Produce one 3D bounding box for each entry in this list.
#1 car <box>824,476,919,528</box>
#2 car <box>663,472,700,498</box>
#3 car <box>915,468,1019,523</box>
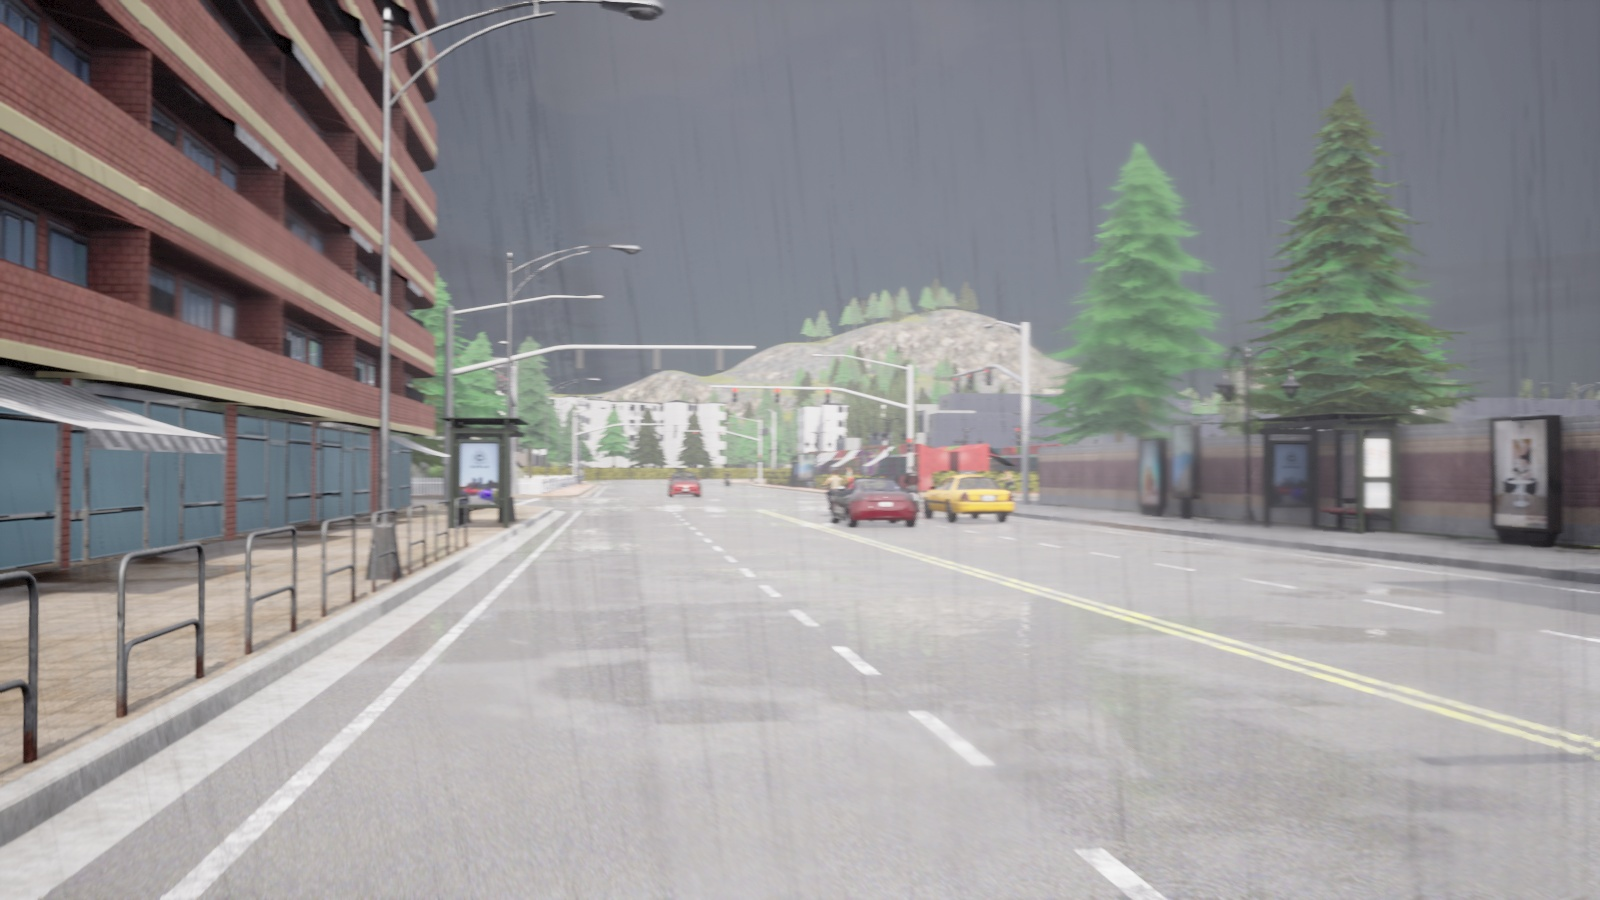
[{"bbox_3d":[1.997,1.467,36.325,1.994,1.385,4.181,0,-1,-8],"label":"car"},{"bbox_3d":[-7.080,2.054,74.729,2.007,1.525,4.514,0,-1,-8],"label":"car"},{"bbox_3d":[5.110,1.368,39.267,1.801,1.575,5.366,0,-1,-8],"label":"car"}]
